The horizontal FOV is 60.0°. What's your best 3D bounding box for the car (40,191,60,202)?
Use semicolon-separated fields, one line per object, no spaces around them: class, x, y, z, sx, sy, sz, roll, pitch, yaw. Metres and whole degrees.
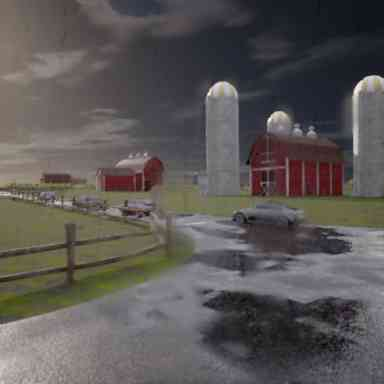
car;-20.665;0.646;48.281;1.837;1.490;4.892;-1;1;-35

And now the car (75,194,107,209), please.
car;-10.524;0.965;34.179;2.033;1.411;5.357;-1;2;-36

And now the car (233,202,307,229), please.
car;4.444;1.251;19.344;4.181;1.385;1.994;1;2;42

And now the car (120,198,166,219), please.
car;-3.712;1.166;24.831;1.994;1.385;4.181;-1;2;-37
